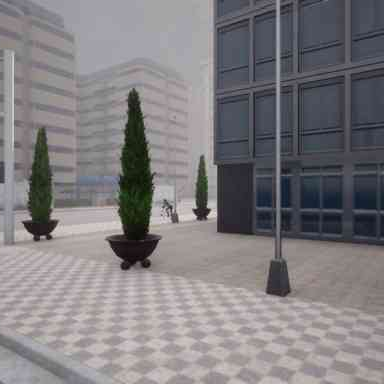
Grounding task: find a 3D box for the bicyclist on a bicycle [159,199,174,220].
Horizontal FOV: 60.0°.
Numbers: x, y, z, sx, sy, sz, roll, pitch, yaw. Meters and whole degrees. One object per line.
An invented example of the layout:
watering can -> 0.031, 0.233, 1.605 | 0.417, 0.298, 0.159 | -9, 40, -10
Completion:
bicyclist on a bicycle -> -1.975, 1.356, 25.864 | 1.656, 1.620, 0.582 | 0, 0, 35
